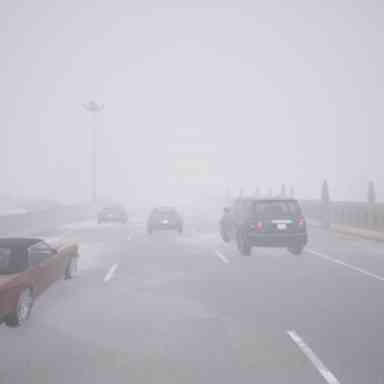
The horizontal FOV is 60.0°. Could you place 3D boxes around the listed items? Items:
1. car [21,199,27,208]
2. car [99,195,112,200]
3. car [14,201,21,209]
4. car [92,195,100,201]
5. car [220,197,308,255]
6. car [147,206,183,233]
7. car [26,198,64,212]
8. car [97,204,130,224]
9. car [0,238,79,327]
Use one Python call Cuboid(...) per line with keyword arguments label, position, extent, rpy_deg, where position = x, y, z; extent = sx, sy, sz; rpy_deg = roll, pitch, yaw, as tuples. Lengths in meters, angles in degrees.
Cuboid(label="car", position=(-18.273, 1.487, 39.951), extent=(1.882, 1.535, 5.008), rpy_deg=(0, 0, -7))
Cuboid(label="car", position=(-18.581, 1.551, 73.214), extent=(1.895, 1.301, 4.718), rpy_deg=(0, 0, -7))
Cuboid(label="car", position=(-22.416, 1.618, 45.339), extent=(1.895, 1.301, 4.718), rpy_deg=(0, 0, -6))
Cuboid(label="car", position=(-23.025, 1.404, 81.015), extent=(2.033, 1.411, 5.357), rpy_deg=(0, 0, -7))
Cuboid(label="car", position=(2.607, 1.191, 13.308), extent=(2.150, 2.045, 5.566), rpy_deg=(0, 0, -6))
Cuboid(label="car", position=(-1.628, 1.540, 19.665), extent=(1.994, 1.385, 4.181), rpy_deg=(0, 0, -6))
Cuboid(label="car", position=(-13.865, 1.496, 32.385), extent=(2.128, 1.511, 4.902), rpy_deg=(0, 0, -7))
Cuboid(label="car", position=(-5.709, 1.549, 24.540), extent=(1.994, 1.385, 4.181), rpy_deg=(0, 0, -7))
Cuboid(label="car", position=(-3.821, 1.605, 6.892), extent=(1.895, 1.301, 4.718), rpy_deg=(0, 0, -4))
